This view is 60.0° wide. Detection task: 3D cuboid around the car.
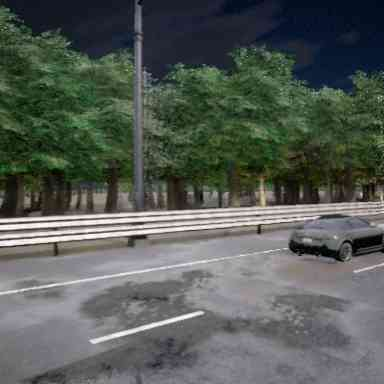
[{"bbox_3d":[5.343,1.505,11.780,4.181,1.385,1.994,0,0,-35],"label":"car"}]
